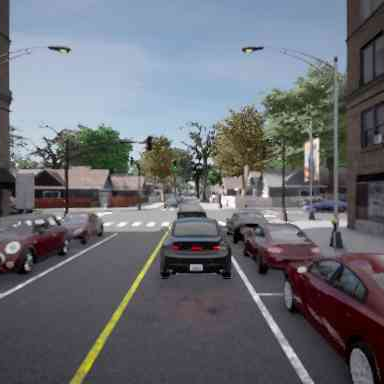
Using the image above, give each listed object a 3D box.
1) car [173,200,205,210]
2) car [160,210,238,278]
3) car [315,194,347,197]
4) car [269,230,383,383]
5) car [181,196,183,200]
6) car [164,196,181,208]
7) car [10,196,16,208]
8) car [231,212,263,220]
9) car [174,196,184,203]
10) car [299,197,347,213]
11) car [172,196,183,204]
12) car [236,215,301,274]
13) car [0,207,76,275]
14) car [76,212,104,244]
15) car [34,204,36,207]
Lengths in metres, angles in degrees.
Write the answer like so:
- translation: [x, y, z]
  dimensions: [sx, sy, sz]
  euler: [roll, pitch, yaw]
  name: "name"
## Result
- translation: [-0.123, 1.523, 22.181]
  dimensions: [1.882, 1.535, 5.008]
  euler: [0, 0, -4]
  name: "car"
- translation: [0.100, 1.525, 10.175]
  dimensions: [1.837, 1.490, 4.892]
  euler: [0, 0, 0]
  name: "car"
- translation: [15.460, 1.200, 38.838]
  dimensions: [5.566, 2.045, 2.150]
  euler: [0, 0, 0]
  name: "car"
- translation: [2.637, 1.554, 4.829]
  dimensions: [1.887, 1.381, 4.507]
  euler: [0, 0, 0]
  name: "car"
- translation: [-3.035, 1.659, 60.485]
  dimensions: [1.837, 1.490, 4.892]
  euler: [0, 0, 0]
  name: "car"
- translation: [-3.107, 1.649, 50.414]
  dimensions: [1.812, 1.442, 4.674]
  euler: [0, 0, 2]
  name: "car"
- translation: [-18.084, 1.384, 28.906]
  dimensions: [5.566, 2.045, 2.150]
  euler: [0, 0, 0]
  name: "car"
- translation: [2.638, 1.598, 15.866]
  dimensions: [1.947, 1.339, 4.313]
  euler: [0, 0, 0]
  name: "car"
- translation: [-3.086, 1.749, 80.902]
  dimensions: [2.128, 1.511, 4.902]
  euler: [0, 0, 0]
  name: "car"
- translation: [14.257, 1.505, 35.590]
  dimensions: [4.674, 1.442, 1.812]
  euler: [0, 0, -2]
  name: "car"
- translation: [-3.060, 1.713, 70.646]
  dimensions: [2.128, 1.511, 4.902]
  euler: [0, 0, 0]
  name: "car"
- translation: [2.638, 1.603, 10.347]
  dimensions: [1.802, 1.307, 4.206]
  euler: [0, 0, 0]
  name: "car"
- translation: [-5.387, 1.461, 10.346]
  dimensions: [1.967, 1.590, 4.097]
  euler: [0, 0, 0]
  name: "car"
- translation: [-5.387, 1.614, 15.865]
  dimensions: [1.802, 1.307, 4.206]
  euler: [0, 0, 0]
  name: "car"
- translation: [-18.025, 1.389, 32.156]
  dimensions: [5.566, 2.045, 2.150]
  euler: [0, 0, 0]
  name: "car"
